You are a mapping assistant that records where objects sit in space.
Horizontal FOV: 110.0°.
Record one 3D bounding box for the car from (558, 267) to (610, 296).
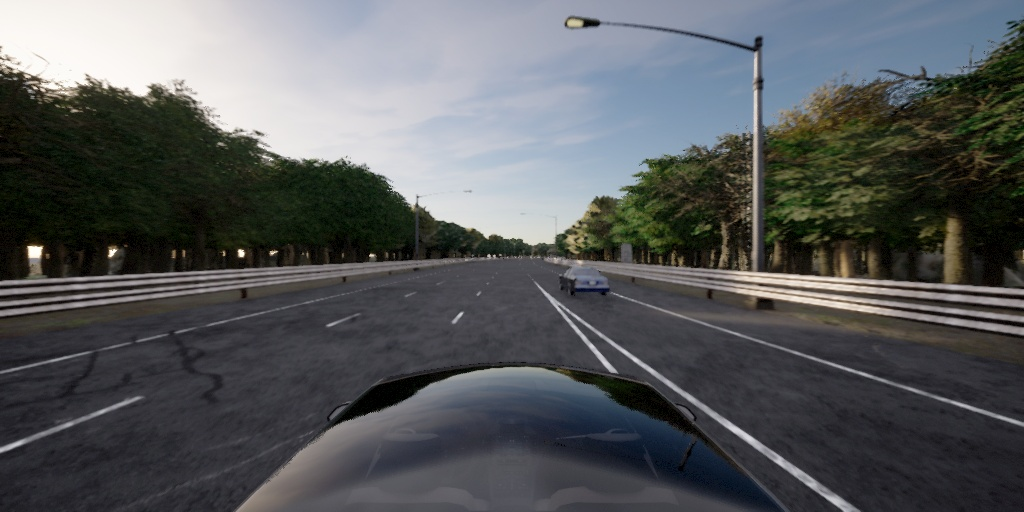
[{"bbox_3d":[3.692,1.290,19.129,2.033,1.411,5.357,0,0,-1],"label":"car"}]
